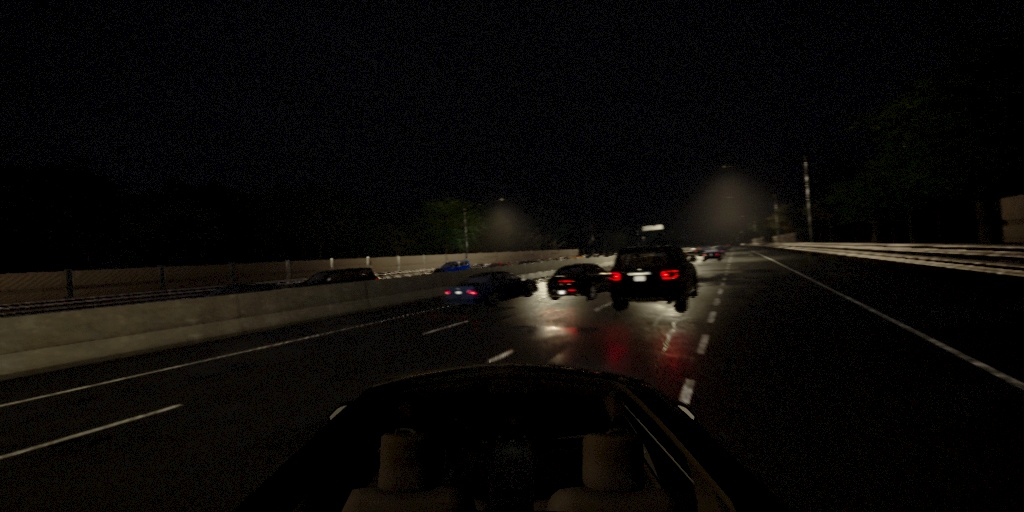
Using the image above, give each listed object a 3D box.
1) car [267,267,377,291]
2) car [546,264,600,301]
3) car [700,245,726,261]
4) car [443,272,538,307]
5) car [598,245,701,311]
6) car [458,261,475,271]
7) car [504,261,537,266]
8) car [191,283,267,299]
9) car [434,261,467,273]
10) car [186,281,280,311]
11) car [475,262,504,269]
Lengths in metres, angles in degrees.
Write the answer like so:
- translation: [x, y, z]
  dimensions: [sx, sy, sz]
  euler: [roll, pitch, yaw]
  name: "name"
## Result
- translation: [-10.454, 1.797, 20.870]
  dimensions: [2.150, 2.045, 5.566]
  euler: [-4, 0, 32]
  name: "car"
- translation: [3.228, 1.096, 16.190]
  dimensions: [1.837, 1.490, 4.892]
  euler: [-4, 0, 32]
  name: "car"
- translation: [23.612, -0.163, 42.286]
  dimensions: [2.033, 1.411, 5.357]
  euler: [-4, 0, 32]
  name: "car"
- translation: [-0.785, 1.420, 16.349]
  dimensions: [2.033, 1.411, 5.357]
  euler: [-4, 0, 32]
  name: "car"
- translation: [5.128, 0.659, 12.668]
  dimensions: [2.150, 2.045, 5.566]
  euler: [-4, 0, 32]
  name: "car"
- translation: [-3.928, 1.724, 44.346]
  dimensions: [2.128, 1.511, 4.902]
  euler: [-4, 0, 32]
  name: "car"
- translation: [1.549, 1.301, 39.944]
  dimensions: [1.882, 1.535, 5.008]
  euler: [-4, -1, 32]
  name: "car"
- translation: [-15.355, 2.395, 19.610]
  dimensions: [1.882, 1.535, 5.008]
  euler: [-4, 0, 32]
  name: "car"
- translation: [-7.411, 1.706, 45.369]
  dimensions: [2.150, 2.045, 5.566]
  euler: [-4, -1, 32]
  name: "car"
- translation: [-19.788, 2.764, 25.673]
  dimensions: [1.837, 1.490, 4.892]
  euler: [-4, 0, 32]
  name: "car"
- translation: [-1.658, 1.534, 41.406]
  dimensions: [1.882, 1.535, 5.008]
  euler: [-4, -1, 32]
  name: "car"
